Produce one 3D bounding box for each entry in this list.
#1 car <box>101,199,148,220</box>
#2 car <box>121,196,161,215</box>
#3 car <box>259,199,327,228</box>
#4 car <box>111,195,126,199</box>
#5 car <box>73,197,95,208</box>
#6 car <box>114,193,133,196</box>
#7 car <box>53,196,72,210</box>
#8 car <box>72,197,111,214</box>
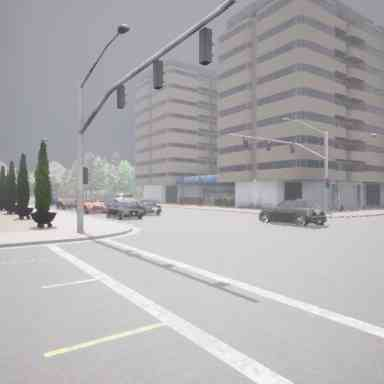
[{"bbox_3d":[-5.788,1.564,28.270,1.994,1.385,4.181,0,0,-35],"label":"car"},{"bbox_3d":[-4.811,1.492,32.993,2.128,1.511,4.902,0,0,-35],"label":"car"},{"bbox_3d":[6.772,1.352,22.812,2.097,1.767,4.553,0,0,-35],"label":"car"},{"bbox_3d":[-10.056,1.505,40.550,1.837,1.490,4.892,0,0,-35],"label":"car"},{"bbox_3d":[-15.943,1.505,49.045,1.837,1.490,4.892,0,0,-34],"label":"car"},{"bbox_3d":[-10.059,1.221,47.032,2.150,2.045,5.566,0,0,-35],"label":"car"},{"bbox_3d":[-16.384,1.526,43.536,1.812,1.442,4.674,0,0,-35],"label":"car"},{"bbox_3d":[-10.744,1.352,35.403,2.097,1.767,4.553,0,0,-35],"label":"car"}]
